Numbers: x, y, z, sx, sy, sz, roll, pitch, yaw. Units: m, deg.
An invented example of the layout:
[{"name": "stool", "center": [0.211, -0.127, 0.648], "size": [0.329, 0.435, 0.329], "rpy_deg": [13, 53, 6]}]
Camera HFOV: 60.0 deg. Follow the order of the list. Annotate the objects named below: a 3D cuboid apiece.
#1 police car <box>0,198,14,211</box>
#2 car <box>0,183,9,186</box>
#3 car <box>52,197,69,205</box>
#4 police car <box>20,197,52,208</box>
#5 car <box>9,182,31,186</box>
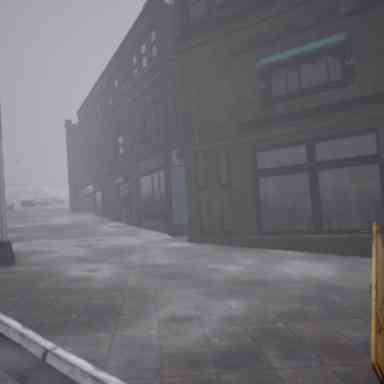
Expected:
[{"name": "police car", "center": [-23.478, 1.559, 40.680], "size": [1.930, 1.638, 5.238], "rpy_deg": [-4, 1, -7]}, {"name": "car", "center": [-46.976, -1.780, 78.813], "size": [2.231, 1.521, 4.892], "rpy_deg": [-6, -3, 33]}, {"name": "car", "center": [-23.222, 1.533, 55.811], "size": [1.837, 1.490, 4.892], "rpy_deg": [-5, 0, 9]}, {"name": "police car", "center": [-23.791, 1.506, 50.221], "size": [1.930, 1.638, 5.238], "rpy_deg": [-4, 0, 3]}, {"name": "car", "center": [-44.001, -1.718, 83.496], "size": [2.002, 1.452, 4.674], "rpy_deg": [-6, -4, 32]}]
